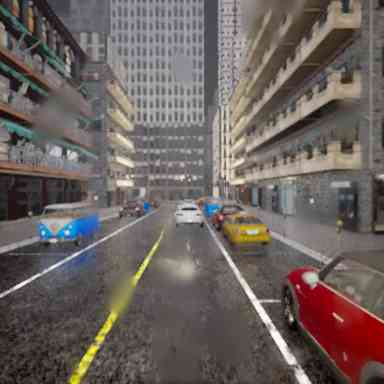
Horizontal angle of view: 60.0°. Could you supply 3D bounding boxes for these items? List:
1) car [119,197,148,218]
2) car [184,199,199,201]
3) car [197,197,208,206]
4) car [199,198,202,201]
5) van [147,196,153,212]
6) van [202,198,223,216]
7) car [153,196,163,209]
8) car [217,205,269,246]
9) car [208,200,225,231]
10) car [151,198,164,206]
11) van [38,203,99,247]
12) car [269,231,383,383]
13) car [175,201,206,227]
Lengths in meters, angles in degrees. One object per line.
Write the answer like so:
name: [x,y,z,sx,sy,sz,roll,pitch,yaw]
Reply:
car: [-5.712,1.563,31.860,1.967,1.590,4.097,-1,0,-1]
car: [-0.410,1.661,41.528,1.812,1.442,4.674,0,0,-1]
car: [1.819,1.710,59.891,1.752,1.417,4.829,-1,0,-1]
car: [1.891,1.711,54.172,1.887,1.381,4.507,-1,0,-1]
van: [-5.783,1.482,37.409,1.690,1.788,3.998,-1,0,-1]
van: [2.166,1.438,31.979,1.690,1.788,3.998,-1,0,-1]
car: [-5.923,1.490,48.506,2.192,1.841,5.009,-1,0,-1]
car: [2.375,1.569,15.502,1.752,1.417,4.829,-1,0,-1]
car: [2.306,1.502,20.881,1.967,1.590,4.097,-1,0,-1]
car: [-6.058,1.754,59.603,1.887,1.381,4.507,-1,0,-1]
van: [-5.505,1.410,15.215,1.690,1.788,3.998,-1,0,-1]
car: [2.515,1.446,4.235,1.967,1.590,4.097,-1,0,-1]
car: [-0.189,1.603,23.378,1.812,1.442,4.674,0,0,-1]
